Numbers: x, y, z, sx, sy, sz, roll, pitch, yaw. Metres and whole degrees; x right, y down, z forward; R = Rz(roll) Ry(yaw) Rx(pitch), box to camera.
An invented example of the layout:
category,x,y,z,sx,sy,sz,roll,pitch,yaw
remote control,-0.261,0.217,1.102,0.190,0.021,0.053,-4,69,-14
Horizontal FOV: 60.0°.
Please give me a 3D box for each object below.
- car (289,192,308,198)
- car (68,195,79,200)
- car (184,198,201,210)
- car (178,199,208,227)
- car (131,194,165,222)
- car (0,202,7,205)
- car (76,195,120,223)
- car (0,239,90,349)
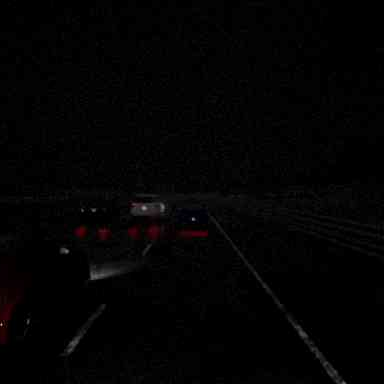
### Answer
category,x,y,z,sx,sy,sz,roll,pitch,yaw
car,21.057,0.680,65.618,1.812,1.442,4.674,0,-3,-15
car,-24.558,1.430,70.557,2.033,1.411,5.357,0,0,0
car,0.066,1.528,42.162,1.994,1.385,4.181,0,0,0
car,0.083,1.464,22.428,1.882,1.535,5.008,0,0,0
car,-3.433,1.205,26.440,2.150,2.045,5.566,0,0,0
car,-17.621,1.475,28.404,2.128,1.511,4.902,0,0,0
car,-6.920,1.337,25.535,2.097,1.767,4.553,0,0,0
car,-3.409,1.562,6.239,1.994,1.385,4.181,0,0,0
